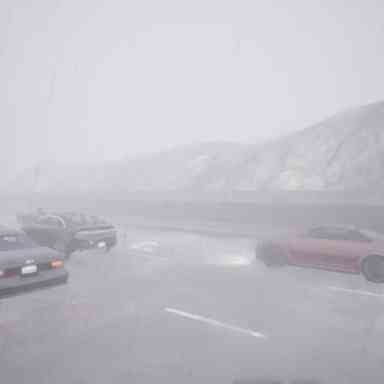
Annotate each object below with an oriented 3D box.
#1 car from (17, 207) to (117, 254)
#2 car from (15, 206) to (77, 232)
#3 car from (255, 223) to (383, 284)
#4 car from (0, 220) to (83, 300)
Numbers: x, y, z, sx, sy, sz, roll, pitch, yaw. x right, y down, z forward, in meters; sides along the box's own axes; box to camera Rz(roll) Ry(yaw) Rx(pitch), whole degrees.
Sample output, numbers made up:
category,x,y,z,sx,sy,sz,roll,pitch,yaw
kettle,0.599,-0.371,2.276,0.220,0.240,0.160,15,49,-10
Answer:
category,x,y,z,sx,sy,sz,roll,pitch,yaw
car,-4.820,1.514,12.484,4.902,1.511,2.128,0,0,40
car,-9.425,1.635,21.269,4.718,1.301,1.895,0,0,43
car,4.021,1.606,9.864,4.181,1.385,1.994,0,0,36
car,-5.106,1.557,8.094,5.357,1.411,2.033,0,0,40
